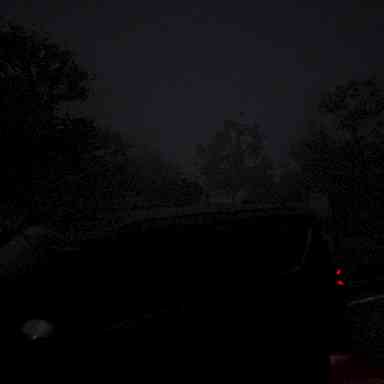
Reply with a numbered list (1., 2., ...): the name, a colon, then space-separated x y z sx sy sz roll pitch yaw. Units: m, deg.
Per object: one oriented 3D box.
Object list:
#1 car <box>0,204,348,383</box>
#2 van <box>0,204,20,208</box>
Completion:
1. car: -0.790 1.211 3.120 5.566 2.045 2.150 -2 1 -36
2. van: -10.597 1.738 19.058 1.878 1.987 4.442 6 -3 -36
